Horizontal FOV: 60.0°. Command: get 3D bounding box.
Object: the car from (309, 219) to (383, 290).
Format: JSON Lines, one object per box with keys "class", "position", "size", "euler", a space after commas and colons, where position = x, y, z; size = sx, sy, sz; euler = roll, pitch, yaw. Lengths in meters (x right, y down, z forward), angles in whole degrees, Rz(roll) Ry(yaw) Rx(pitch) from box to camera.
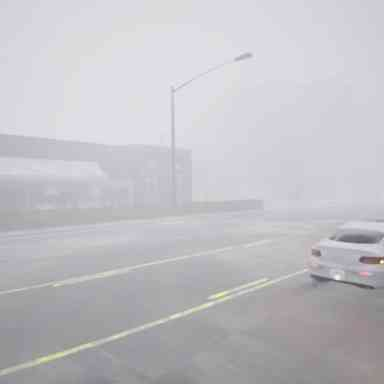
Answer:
{"class": "car", "position": [4.594, 1.402, 8.175], "size": [4.674, 1.442, 1.812], "euler": [-1, 1, -42]}
